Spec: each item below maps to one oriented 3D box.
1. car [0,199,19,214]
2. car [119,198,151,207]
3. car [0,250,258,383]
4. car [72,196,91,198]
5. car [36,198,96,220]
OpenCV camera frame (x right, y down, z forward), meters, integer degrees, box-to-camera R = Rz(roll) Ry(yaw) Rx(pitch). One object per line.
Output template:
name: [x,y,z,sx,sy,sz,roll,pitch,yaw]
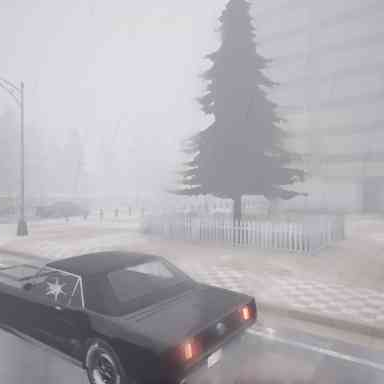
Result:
car: [-20.406,1.478,33.896,1.882,1.535,5.008,0,0,36]
car: [-8.490,1.547,50.392,2.033,1.411,5.357,0,0,36]
car: [-1.538,1.601,5.108,4.718,1.301,1.895,0,0,36]
car: [-14.505,1.352,42.068,2.097,1.767,4.553,0,0,36]
car: [-11.005,1.525,28.669,1.812,1.442,4.674,0,0,36]
